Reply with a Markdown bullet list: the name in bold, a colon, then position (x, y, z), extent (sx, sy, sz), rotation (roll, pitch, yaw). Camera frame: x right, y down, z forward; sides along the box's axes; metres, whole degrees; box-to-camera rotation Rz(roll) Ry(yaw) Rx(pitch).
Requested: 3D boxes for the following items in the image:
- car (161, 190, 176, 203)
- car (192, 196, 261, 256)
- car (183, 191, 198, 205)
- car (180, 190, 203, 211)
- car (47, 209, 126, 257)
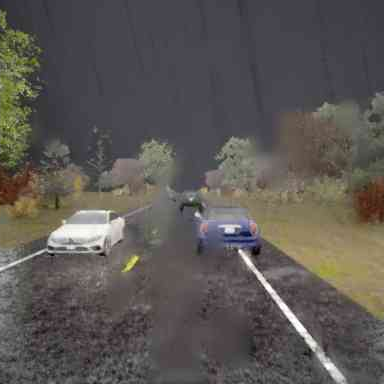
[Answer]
- **car**: position (-3.753, 0.630, 54.679), extent (2.150, 2.045, 5.566), rotation (0, 1, 0)
- **car**: position (1.178, 1.195, 12.628), extent (2.097, 1.767, 4.553), rotation (0, 1, 0)
- **car**: position (-0.159, 0.825, 47.787), extent (2.097, 1.767, 4.553), rotation (0, 0, 0)
- **car**: position (-0.085, 0.821, 34.234), extent (2.150, 2.045, 5.566), rotation (0, 0, 0)
- **car**: position (-3.645, 1.373, 12.330), extent (1.812, 1.442, 4.674), rotation (0, 1, 0)
